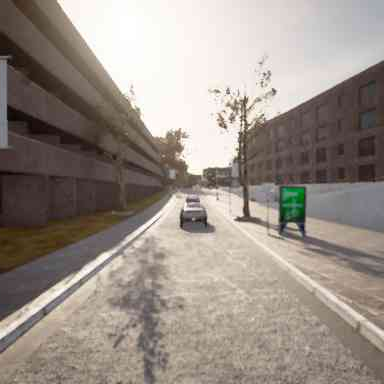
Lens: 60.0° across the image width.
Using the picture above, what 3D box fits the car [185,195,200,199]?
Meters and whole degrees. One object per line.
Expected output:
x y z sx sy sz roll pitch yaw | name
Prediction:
0.111 1.092 41.902 1.812 1.442 4.674 0 2 0 | car

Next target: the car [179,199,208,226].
0.106 1.492 23.362 2.128 1.511 4.902 0 1 0 | car
